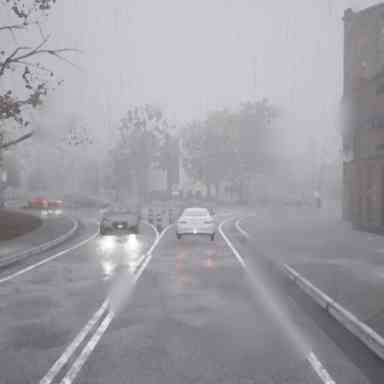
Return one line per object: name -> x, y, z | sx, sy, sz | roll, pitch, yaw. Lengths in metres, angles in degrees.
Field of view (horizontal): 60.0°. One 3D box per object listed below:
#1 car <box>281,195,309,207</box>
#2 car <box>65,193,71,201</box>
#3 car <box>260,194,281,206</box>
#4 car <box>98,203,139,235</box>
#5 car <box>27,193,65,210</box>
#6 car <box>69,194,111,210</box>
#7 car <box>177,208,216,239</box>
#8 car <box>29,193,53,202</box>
car -> 13.773, 1.147, 43.427 | 1.812, 1.442, 4.674 | 1, 2, 39
car -> -22.989, 0.835, 60.276 | 1.994, 1.385, 4.181 | 0, 1, 13
car -> 11.012, 1.092, 45.081 | 1.837, 1.490, 4.892 | 3, 3, 41
car -> -4.088, 1.571, 19.024 | 1.994, 1.385, 4.181 | 0, 0, -12
car -> -17.335, 1.071, 38.806 | 4.553, 1.767, 2.097 | 1, 1, 40
car -> -11.677, 1.216, 39.152 | 4.892, 1.490, 1.837 | 1, 3, 26
car -> 0.244, 1.540, 17.453 | 1.812, 1.442, 4.674 | 0, 0, 2
car -> -26.460, 0.875, 58.382 | 1.994, 1.385, 4.181 | 0, 1, 6
